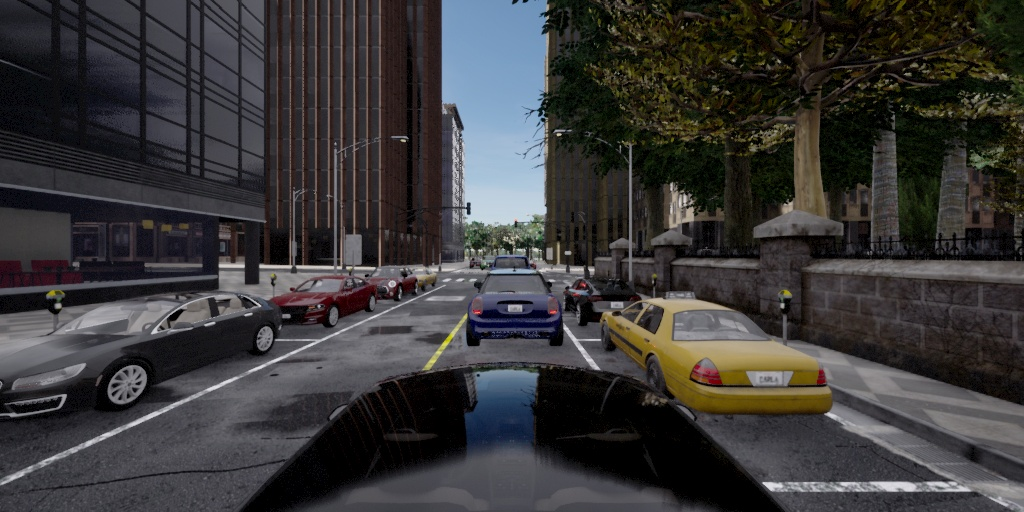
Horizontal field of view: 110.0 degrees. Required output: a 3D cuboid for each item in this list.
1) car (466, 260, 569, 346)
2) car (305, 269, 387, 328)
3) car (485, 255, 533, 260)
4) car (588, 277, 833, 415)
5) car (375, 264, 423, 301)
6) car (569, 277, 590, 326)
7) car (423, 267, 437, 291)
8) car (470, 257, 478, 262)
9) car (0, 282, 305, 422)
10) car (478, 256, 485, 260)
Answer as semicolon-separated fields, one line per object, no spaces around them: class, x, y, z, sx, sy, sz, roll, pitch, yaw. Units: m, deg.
car;0.036;1.102;9.539;2.097;1.767;4.553;0;0;-1
car;-5.785;1.294;11.416;1.888;1.381;4.507;0;0;0
car;-0.034;0.971;18.973;2.150;2.045;5.566;0;0;0
car;2.752;1.275;6.151;1.751;1.417;4.829;0;0;0
car;-5.797;1.189;16.873;1.967;1.591;4.097;0;0;0
car;2.740;1.315;11.437;1.948;1.339;4.313;0;0;0
car;-5.809;1.275;22.160;1.751;1.417;4.829;0;0;0
car;-5.894;1.075;59.738;2.192;1.841;5.009;0;0;0
car;-5.772;1.300;5.959;2.007;1.370;4.403;0;0;0
car;-3.214;0.978;51.213;2.150;2.045;5.566;0;0;-1
